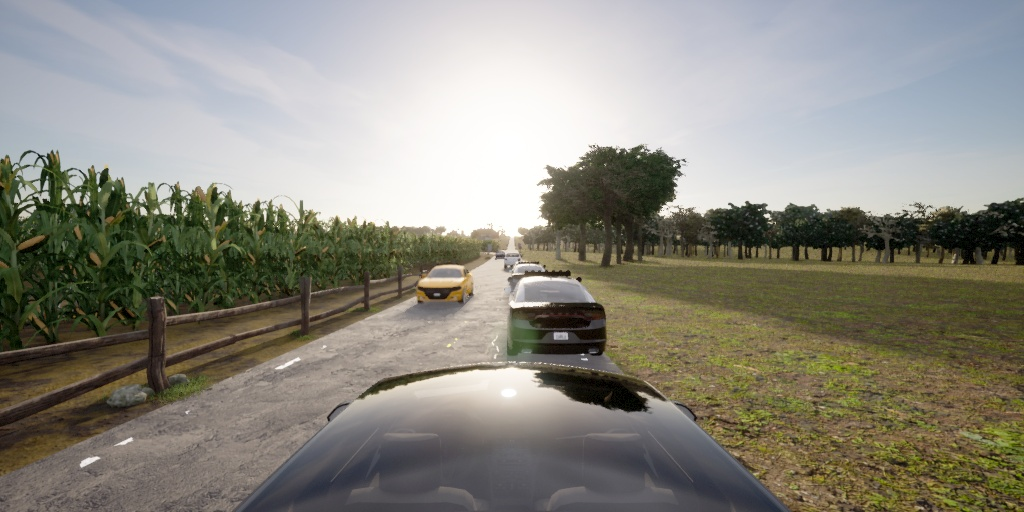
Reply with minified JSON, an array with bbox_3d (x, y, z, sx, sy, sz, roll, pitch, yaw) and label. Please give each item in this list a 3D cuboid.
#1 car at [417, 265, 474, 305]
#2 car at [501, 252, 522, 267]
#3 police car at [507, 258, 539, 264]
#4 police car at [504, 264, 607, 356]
[{"bbox_3d":[-2.815,1.166,15.987,1.882,1.535,5.008,0,0,0],"label":"car"},{"bbox_3d":[0.129,0.527,46.097,2.150,2.045,5.566,0,1,1],"label":"car"},{"bbox_3d":[0.865,1.090,18.722,1.930,1.638,5.238,0,0,0],"label":"police car"},{"bbox_3d":[0.843,1.154,8.721,1.930,1.638,5.238,0,0,0],"label":"police car"}]
